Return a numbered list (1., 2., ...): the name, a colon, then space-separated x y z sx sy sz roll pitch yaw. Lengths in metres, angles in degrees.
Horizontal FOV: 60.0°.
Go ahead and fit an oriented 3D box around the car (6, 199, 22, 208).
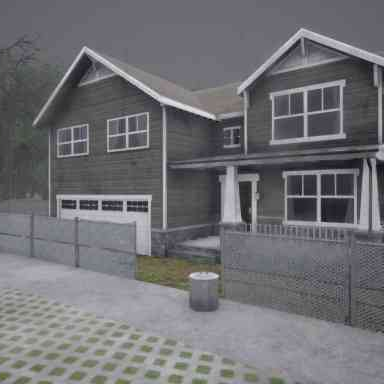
1. car: -17.242 1.465 31.796 4.902 1.511 2.128 0 0 -32
